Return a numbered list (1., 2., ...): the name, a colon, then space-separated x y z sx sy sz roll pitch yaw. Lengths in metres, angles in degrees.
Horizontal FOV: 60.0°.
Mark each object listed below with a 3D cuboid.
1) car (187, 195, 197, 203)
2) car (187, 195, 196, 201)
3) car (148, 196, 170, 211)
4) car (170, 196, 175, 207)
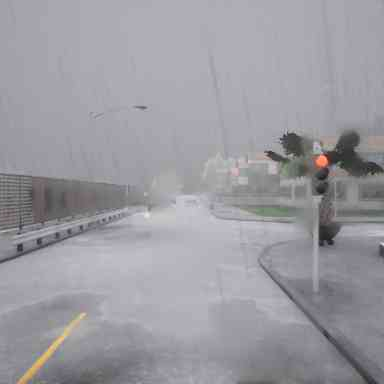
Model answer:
1. car: -0.030 1.525 68.159 1.812 1.442 4.674 0 0 0
2. car: -0.035 1.432 78.163 1.994 1.385 4.181 0 0 0
3. car: -4.109 1.477 40.042 1.882 1.535 5.008 0 0 0
4. car: -4.109 1.563 50.047 1.994 1.385 4.181 0 0 0
